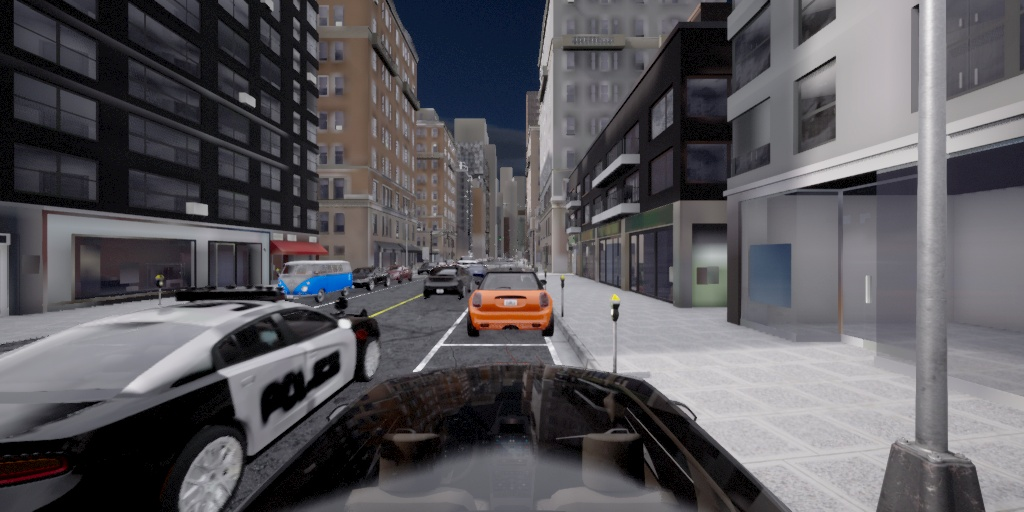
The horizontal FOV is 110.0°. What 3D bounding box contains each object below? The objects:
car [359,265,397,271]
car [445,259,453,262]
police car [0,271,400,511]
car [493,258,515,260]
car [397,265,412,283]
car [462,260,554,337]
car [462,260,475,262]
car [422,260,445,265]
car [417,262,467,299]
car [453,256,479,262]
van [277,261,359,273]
[{"bbox_3d":[-8.813,1.317,21.829,1.948,1.339,4.313,0,0,0],"label":"car"},{"bbox_3d":[-8.814,1.341,43.834,1.802,1.307,4.207,0,0,0],"label":"car"},{"bbox_3d":[-3.145,1.174,4.196,1.930,1.638,5.238,0,0,0],"label":"police car"},{"bbox_3d":[-0.288,1.193,27.330,1.967,1.591,4.097,0,0,0],"label":"car"},{"bbox_3d":[-8.813,1.335,27.331,1.802,1.307,4.207,0,0,0],"label":"car"},{"bbox_3d":[-0.033,1.103,10.470,2.097,1.767,4.553,0,0,0],"label":"car"},{"bbox_3d":[-3.124,1.319,33.066,1.994,1.385,4.181,0,0,0],"label":"car"},{"bbox_3d":[-8.813,1.322,38.333,1.948,1.339,4.313,0,0,0],"label":"car"},{"bbox_3d":[-3.125,1.258,18.093,1.837,1.490,4.892,0,1,0],"label":"car"},{"bbox_3d":[-6.158,0.988,49.097,2.150,2.045,5.566,0,0,0],"label":"car"},{"bbox_3d":[-8.813,1.092,16.328,1.690,1.789,3.998,0,0,0],"label":"van"}]
